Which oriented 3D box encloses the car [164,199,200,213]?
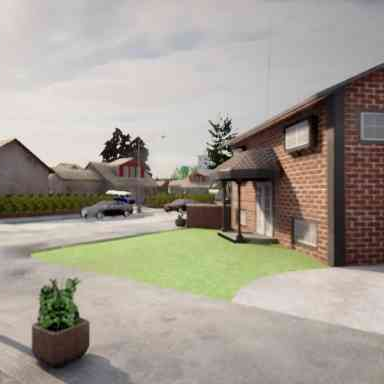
[{"bbox_3d":[-1.033,1.489,36.815,1.882,1.535,5.008,0,0,36],"label":"car"}]

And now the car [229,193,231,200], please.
[{"bbox_3d":[9.403,1.005,78.446,3.866,1.878,1.905,0,0,-19],"label":"car"}]

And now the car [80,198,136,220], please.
[{"bbox_3d":[-7.149,1.503,28.280,2.128,1.511,4.902,0,0,36],"label":"car"}]
